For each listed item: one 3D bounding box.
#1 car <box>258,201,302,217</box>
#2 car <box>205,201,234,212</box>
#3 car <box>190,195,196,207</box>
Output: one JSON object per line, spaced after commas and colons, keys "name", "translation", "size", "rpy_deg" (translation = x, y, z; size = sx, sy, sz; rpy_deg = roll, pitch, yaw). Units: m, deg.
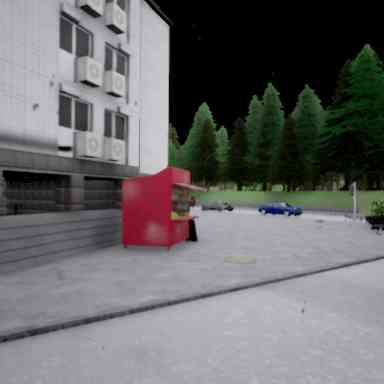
{"name": "car", "translation": [9.305, 1.775, 35.247], "size": [1.882, 1.535, 5.008], "rpy_deg": [1, 0, -35]}
{"name": "car", "translation": [3.521, 1.861, 43.378], "size": [1.994, 1.385, 4.181], "rpy_deg": [1, 0, -35]}
{"name": "car", "translation": [-1.486, 1.563, 57.560], "size": [2.150, 2.045, 5.566], "rpy_deg": [1, 0, -35]}
